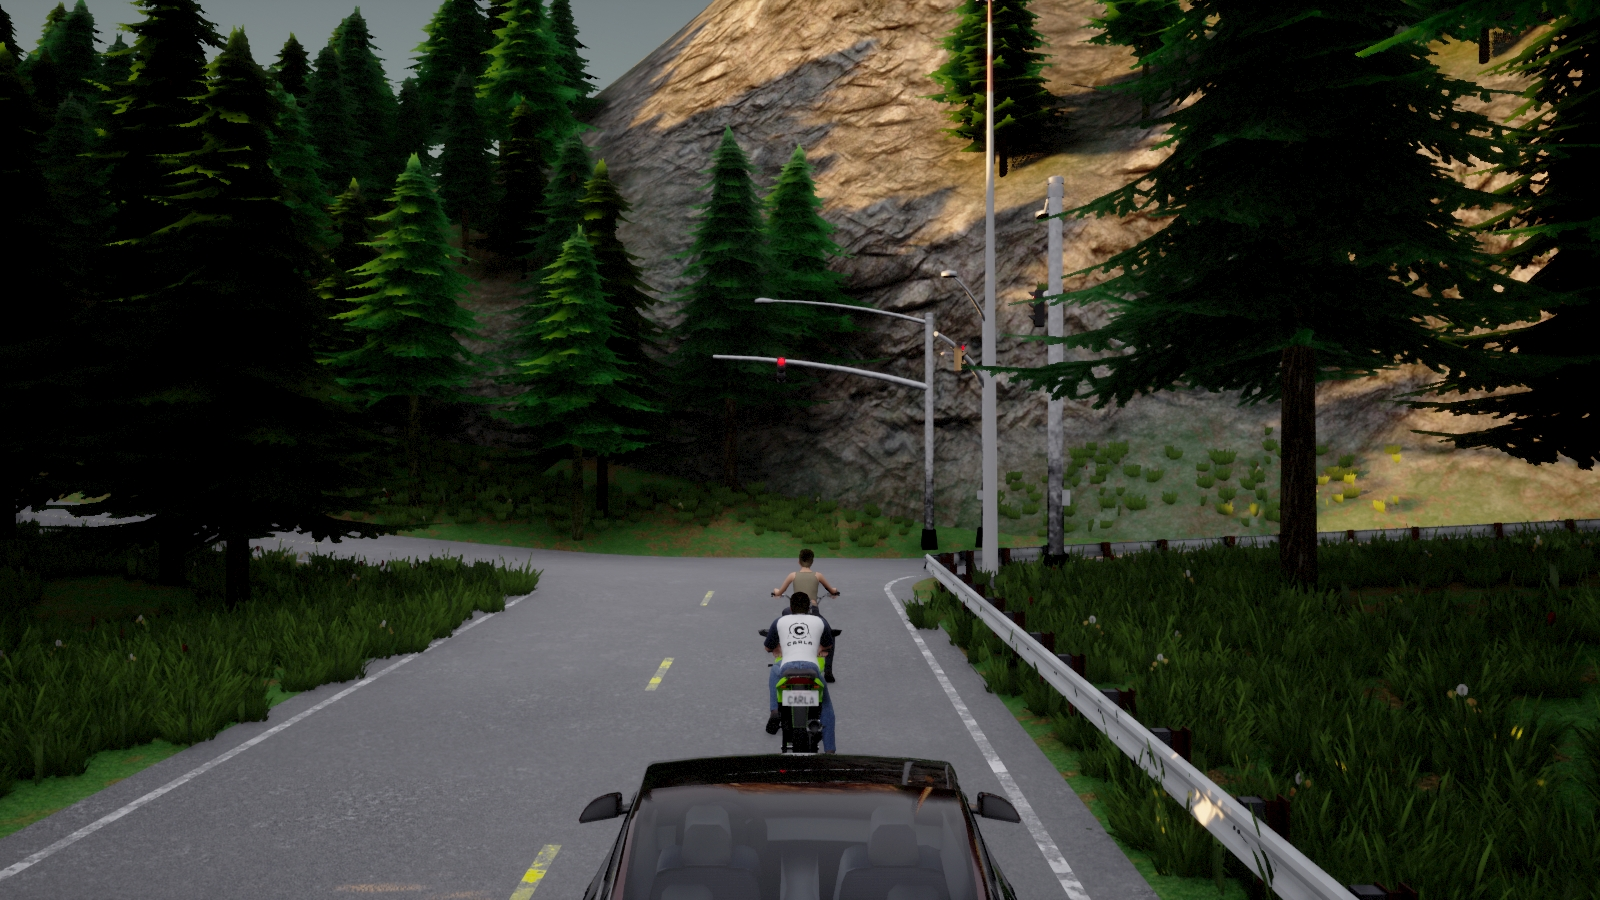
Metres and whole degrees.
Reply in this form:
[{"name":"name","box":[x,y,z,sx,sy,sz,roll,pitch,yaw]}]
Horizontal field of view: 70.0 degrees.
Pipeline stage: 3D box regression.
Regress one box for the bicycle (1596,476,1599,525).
[{"name":"bicycle","box":[21.725,1.355,29.474,1.835,1.471,0.329,-5,-2,26]}]

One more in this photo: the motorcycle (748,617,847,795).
[{"name":"motorcycle","box":[-0.020,2.213,10.238,0.803,1.145,2.033,0,0,0]}]

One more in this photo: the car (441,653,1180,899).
[{"name":"car","box":[0.029,2.063,5.012,2.163,1.488,4.792,0,0,0]}]
